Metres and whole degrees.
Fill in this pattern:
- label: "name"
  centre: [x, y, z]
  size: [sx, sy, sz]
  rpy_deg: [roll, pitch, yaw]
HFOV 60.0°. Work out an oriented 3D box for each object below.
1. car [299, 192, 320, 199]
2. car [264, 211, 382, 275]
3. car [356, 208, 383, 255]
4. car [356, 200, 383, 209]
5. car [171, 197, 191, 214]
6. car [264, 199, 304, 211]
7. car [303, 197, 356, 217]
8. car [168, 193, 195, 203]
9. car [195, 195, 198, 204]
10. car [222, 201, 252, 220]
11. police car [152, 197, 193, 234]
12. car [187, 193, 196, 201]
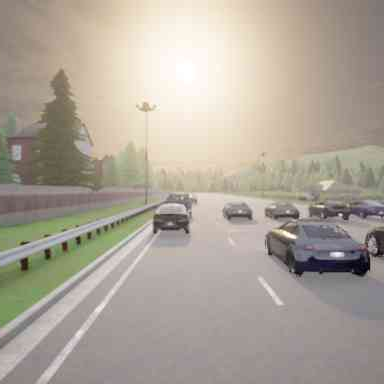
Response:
- label: "car"
  centre: [22.867, 0.881, 64.772]
  size: [3.866, 1.878, 1.905]
  rpy_deg: [0, 0, 0]
- label: "car"
  centre: [3.592, 1.511, 10.237]
  size: [1.994, 1.385, 4.181]
  rpy_deg: [0, 0, 0]
- label: "car"
  centre: [7.092, 1.454, 9.893]
  size: [1.837, 1.490, 4.892]
  rpy_deg: [0, 0, 0]
- label: "car"
  centre: [14.078, 1.386, 27.098]
  size: [1.812, 1.442, 4.674]
  rpy_deg: [0, 0, 0]
- label: "car"
  centre: [-1.080, 1.327, 34.645]
  size: [1.837, 1.490, 4.892]
  rpy_deg: [0, 0, 0]
- label: "car"
  centre: [7.079, 1.427, 26.535]
  size: [1.994, 1.385, 4.181]
  rpy_deg: [0, 0, 0]
- label: "car"
  centre: [10.578, 1.371, 26.101]
  size: [1.837, 1.490, 4.892]
  rpy_deg: [0, 0, 0]
- label: "car"
  centre: [-1.074, 1.076, 28.673]
  size: [2.150, 2.045, 5.566]
  rpy_deg: [0, 0, 0]
- label: "car"
  centre: [-0.043, 1.213, 54.257]
  size: [2.128, 1.511, 4.902]
  rpy_deg: [0, 0, 0]
- label: "car"
  centre: [3.578, 1.426, 26.746]
  size: [1.994, 1.385, 4.181]
  rpy_deg: [0, 0, 0]
- label: "police car"
  centre: [-1.066, 1.329, 18.755]
  size: [1.930, 1.638, 5.238]
  rpy_deg: [0, 0, 0]
- label: "car"
  centre: [-0.056, 1.018, 69.265]
  size: [1.837, 1.490, 4.892]
  rpy_deg: [0, 0, 0]
